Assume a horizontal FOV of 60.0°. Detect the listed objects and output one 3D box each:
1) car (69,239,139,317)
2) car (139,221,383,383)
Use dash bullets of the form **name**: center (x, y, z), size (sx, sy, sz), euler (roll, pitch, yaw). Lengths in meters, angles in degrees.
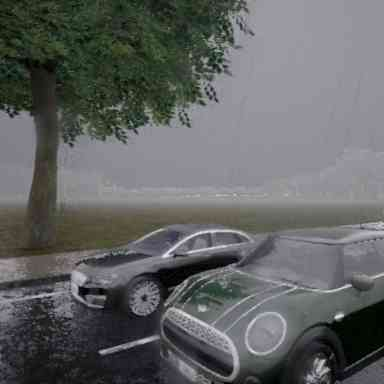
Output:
- **car**: center (-0.168, 1.515, 7.563), size (4.902, 1.511, 2.128), euler (0, 0, -36)
- **car**: center (1.779, 1.376, 4.960), size (4.553, 1.767, 2.097), euler (0, 0, -36)
